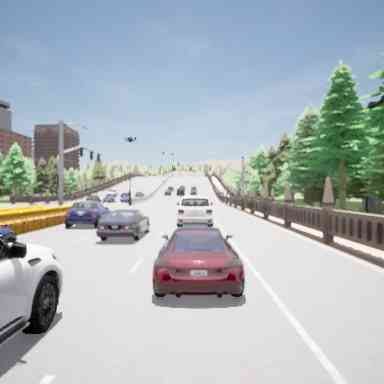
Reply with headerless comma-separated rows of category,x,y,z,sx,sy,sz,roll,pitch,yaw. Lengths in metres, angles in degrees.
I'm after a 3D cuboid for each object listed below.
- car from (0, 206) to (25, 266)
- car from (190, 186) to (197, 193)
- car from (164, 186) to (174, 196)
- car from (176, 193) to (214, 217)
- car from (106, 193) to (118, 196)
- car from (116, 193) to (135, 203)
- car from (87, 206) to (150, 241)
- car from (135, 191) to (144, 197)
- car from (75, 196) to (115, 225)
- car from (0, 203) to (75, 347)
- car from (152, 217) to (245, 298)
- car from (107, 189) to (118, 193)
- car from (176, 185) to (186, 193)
car,-6.861,1.362,9.296,2.097,1.767,4.553,0,0,0
car,0.462,0.090,90.377,2.128,1.511,4.902,0,7,1
car,-6.537,0.089,90.445,1.812,1.442,4.674,0,7,1
car,0.188,1.248,21.218,2.150,2.045,5.566,0,0,0
car,-17.215,1.533,69.024,2.128,1.511,4.902,0,1,0
car,-13.715,1.487,68.993,1.882,1.535,5.008,0,1,0
car,-3.335,1.568,16.931,2.033,1.411,5.357,0,0,1
car,-13.587,0.614,85.393,1.812,1.442,4.674,0,4,1
car,-6.858,1.381,22.521,2.097,1.767,4.553,0,0,-1
car,-3.384,1.228,3.589,2.150,2.045,5.566,0,0,0
car,0.138,1.575,8.586,1.994,1.385,4.181,0,0,0
car,-20.584,0.294,85.695,2.150,2.045,5.566,0,4,1
car,-3.042,-0.170,89.991,2.150,2.045,5.566,0,7,1
